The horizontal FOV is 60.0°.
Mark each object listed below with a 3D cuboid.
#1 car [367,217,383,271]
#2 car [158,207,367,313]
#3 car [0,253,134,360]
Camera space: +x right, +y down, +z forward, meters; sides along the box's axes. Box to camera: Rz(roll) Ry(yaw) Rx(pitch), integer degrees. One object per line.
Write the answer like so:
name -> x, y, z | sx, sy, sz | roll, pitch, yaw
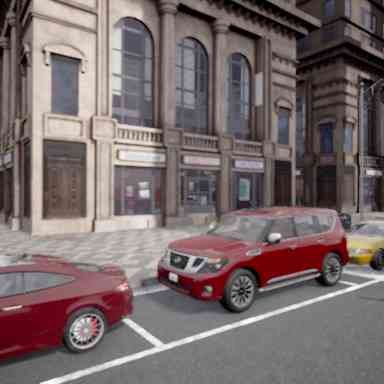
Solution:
car -> 6.114, 1.538, 11.010 | 4.829, 1.417, 1.752 | 0, 0, -36
car -> 1.693, 1.322, 7.853 | 5.009, 1.841, 2.192 | 0, 0, -36
car -> -2.867, 1.582, 4.600 | 4.206, 1.307, 1.802 | 0, 0, -36
